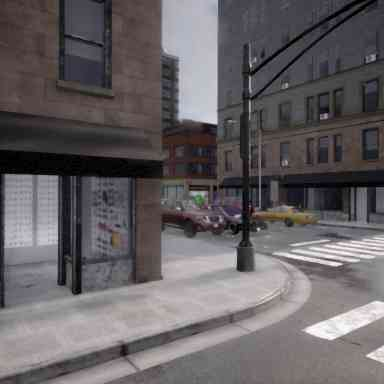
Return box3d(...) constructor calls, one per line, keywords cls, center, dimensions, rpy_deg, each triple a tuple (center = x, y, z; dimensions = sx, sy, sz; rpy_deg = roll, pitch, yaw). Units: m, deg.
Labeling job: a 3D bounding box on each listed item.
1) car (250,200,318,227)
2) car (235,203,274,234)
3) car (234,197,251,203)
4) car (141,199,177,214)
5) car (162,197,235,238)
box3d(cls="car", center=(6.115, 1.530, 22.697), dimensions=(1.752, 1.417, 4.829), rpy_deg=(0, 0, -36))
box3d(cls="car", center=(1.795, 1.529, 19.245), dimensions=(2.033, 1.411, 5.357), rpy_deg=(0, 0, -38))
box3d(cls="car", center=(2.916, 1.314, 27.182), dimensions=(2.192, 1.841, 5.009), rpy_deg=(0, 0, -36))
box3d(cls="car", center=(-3.682, 1.531, 36.427), dimensions=(1.887, 1.381, 4.507), rpy_deg=(0, 0, -36))
box3d(cls="car", center=(-0.323, 1.286, 17.905), dimensions=(2.192, 1.841, 5.009), rpy_deg=(0, 0, -36))
